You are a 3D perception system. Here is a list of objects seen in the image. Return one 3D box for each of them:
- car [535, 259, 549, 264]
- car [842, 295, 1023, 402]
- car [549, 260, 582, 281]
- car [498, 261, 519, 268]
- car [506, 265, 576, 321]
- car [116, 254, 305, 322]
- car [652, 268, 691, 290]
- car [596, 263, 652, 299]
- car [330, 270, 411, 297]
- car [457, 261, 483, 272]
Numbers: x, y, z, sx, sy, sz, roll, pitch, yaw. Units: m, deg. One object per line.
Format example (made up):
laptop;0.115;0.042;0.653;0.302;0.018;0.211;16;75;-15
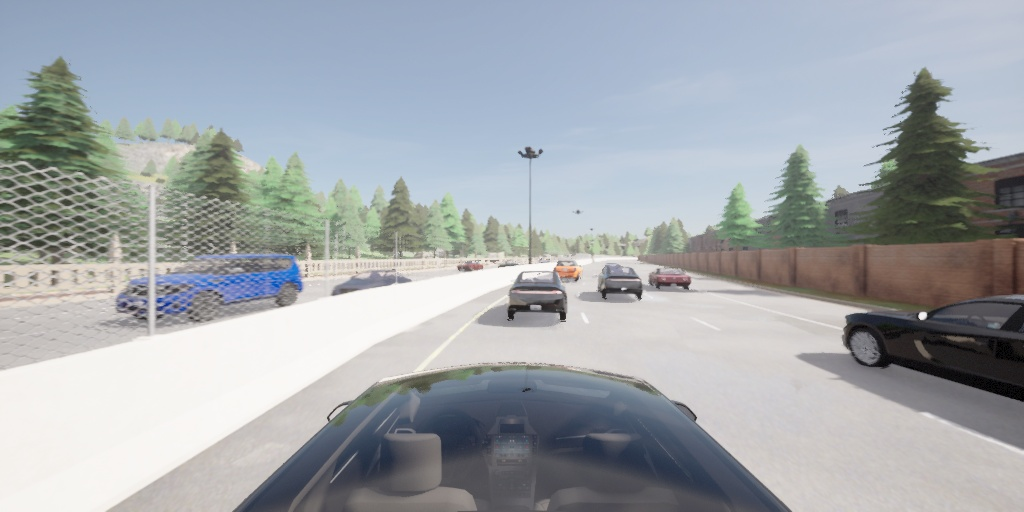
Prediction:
car;4.943;1.270;57.104;2.128;1.511;4.902;0;0;16
car;7.294;1.260;4.893;1.882;1.535;5.008;0;0;2
car;4.689;1.127;30.048;2.097;1.767;4.553;0;0;15
car;-0.529;1.355;50.815;1.895;1.301;4.718;0;0;16
car;0.943;1.247;12.542;2.128;1.511;4.902;0;0;6
car;-9.838;0.929;12.501;2.150;2.045;5.566;0;0;7
car;10.040;1.398;23.161;1.895;1.301;4.718;0;0;14
car;5.391;1.268;18.226;2.128;1.511;4.902;0;0;11
car;-5.893;1.290;15.532;1.994;1.385;4.181;0;0;8
car;-5.432;1.333;46.445;1.895;1.301;4.718;0;0;16
